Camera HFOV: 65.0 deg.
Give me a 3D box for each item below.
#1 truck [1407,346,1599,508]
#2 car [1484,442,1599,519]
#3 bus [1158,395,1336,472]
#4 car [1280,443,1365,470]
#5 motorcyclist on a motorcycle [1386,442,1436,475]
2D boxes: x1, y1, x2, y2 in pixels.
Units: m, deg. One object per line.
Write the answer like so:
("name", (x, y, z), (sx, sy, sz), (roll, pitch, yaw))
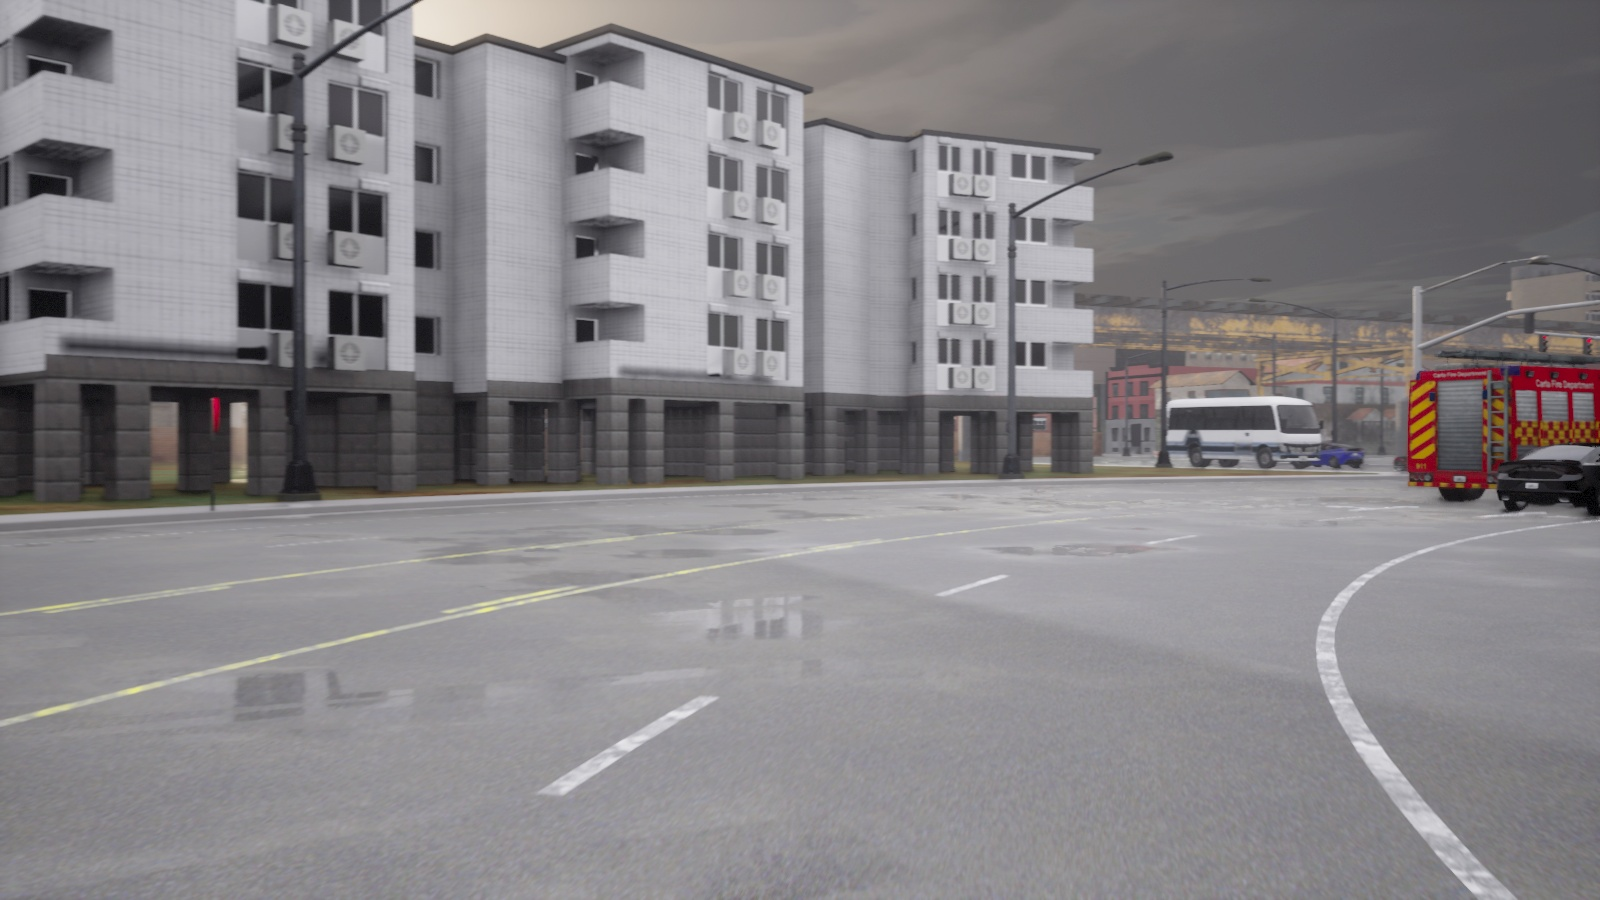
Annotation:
("truck", (20.025, -0.563, 33.041), (8.468, 3.827, 2.891), (0, 0, -29))
("car", (17.210, 0.605, 27.459), (5.008, 1.535, 1.882), (0, 0, -35))
("bus", (26.472, -0.999, 75.070), (3.944, 4.253, 10.273), (0, 1, -25))
("car", (30.783, 0.339, 74.131), (2.007, 1.525, 4.514), (0, 0, -24))
("motorcyclist on a motorcycle", (31.325, 0.399, 64.450), (0.766, 1.649, 2.350), (0, 1, -24))
